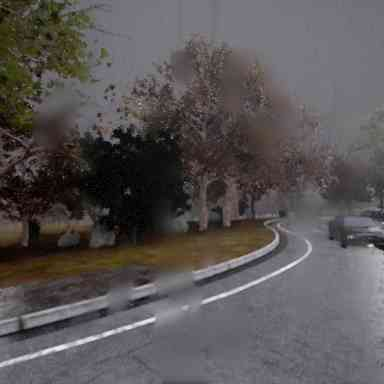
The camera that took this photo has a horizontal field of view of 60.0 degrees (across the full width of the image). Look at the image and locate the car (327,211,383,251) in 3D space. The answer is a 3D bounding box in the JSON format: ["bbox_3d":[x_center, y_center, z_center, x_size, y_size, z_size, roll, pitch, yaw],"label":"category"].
[{"bbox_3d":[7.844,1.837,16.055,2.033,1.411,5.357,1,-1,13],"label":"car"}]

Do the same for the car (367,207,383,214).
[{"bbox_3d":[22.019,2.482,38.349,5.357,1.411,2.033,1,-1,-12],"label":"car"}]
